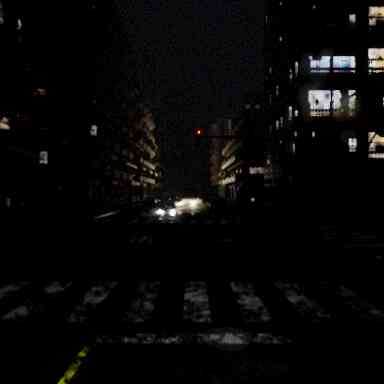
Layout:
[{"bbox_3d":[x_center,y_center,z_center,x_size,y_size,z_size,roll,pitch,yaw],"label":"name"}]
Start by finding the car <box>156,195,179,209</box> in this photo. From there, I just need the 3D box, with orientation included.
[{"bbox_3d":[-3.055,1.359,41.578,1.895,1.301,4.718,0,0,0],"label":"car"}]

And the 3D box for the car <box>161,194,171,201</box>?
[{"bbox_3d":[-5.625,1.131,73.103,1.887,1.381,4.507,0,0,0],"label":"car"}]

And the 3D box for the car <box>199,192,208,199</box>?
[{"bbox_3d":[2.746,1.227,62.027,1.802,1.307,4.206,0,0,0],"label":"car"}]

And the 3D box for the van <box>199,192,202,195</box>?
[{"bbox_3d":[2.752,0.956,67.560,1.690,1.788,3.998,0,0,0],"label":"van"}]

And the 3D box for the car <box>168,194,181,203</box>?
[{"bbox_3d":[-3.000,1.167,58.674,1.837,1.490,4.892,0,0,1],"label":"car"}]

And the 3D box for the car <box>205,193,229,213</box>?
[{"bbox_3d":[2.722,1.240,34.355,1.967,1.590,4.097,0,0,0],"label":"car"}]

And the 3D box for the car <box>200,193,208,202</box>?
[{"bbox_3d":[2.741,1.257,56.493,1.802,1.307,4.206,0,0,0],"label":"car"}]

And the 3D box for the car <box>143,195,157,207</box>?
[{"bbox_3d":[-5.650,1.288,45.432,2.008,1.369,4.403,0,0,0],"label":"car"}]

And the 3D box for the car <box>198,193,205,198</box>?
[{"bbox_3d":[2.775,1.015,95.231,1.887,1.381,4.507,0,0,0],"label":"car"}]

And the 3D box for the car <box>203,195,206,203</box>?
[{"bbox_3d":[2.726,1.319,39.890,2.008,1.369,4.403,0,0,0],"label":"car"}]
